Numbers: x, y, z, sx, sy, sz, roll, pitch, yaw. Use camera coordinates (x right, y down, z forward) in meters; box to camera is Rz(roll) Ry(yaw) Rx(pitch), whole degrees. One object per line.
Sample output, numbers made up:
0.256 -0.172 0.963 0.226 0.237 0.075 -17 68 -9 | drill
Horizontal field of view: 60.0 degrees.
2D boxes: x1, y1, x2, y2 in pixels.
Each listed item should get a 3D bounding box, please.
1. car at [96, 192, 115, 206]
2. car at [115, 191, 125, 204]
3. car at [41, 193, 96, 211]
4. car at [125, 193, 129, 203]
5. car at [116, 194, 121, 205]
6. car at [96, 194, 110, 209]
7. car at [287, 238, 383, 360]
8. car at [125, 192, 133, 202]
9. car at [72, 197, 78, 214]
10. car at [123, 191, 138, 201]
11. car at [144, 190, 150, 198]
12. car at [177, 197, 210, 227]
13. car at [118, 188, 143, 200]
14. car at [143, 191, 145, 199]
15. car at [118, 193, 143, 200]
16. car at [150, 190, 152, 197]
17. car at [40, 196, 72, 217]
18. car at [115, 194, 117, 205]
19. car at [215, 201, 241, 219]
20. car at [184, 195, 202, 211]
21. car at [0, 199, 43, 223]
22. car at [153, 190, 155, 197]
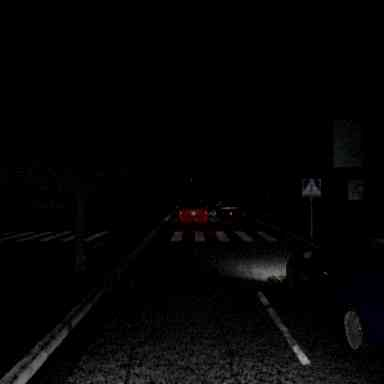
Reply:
-13.859 1.183 45.372 5.566 2.045 2.435 -1 1 -20 | car
-13.858 1.208 54.385 4.553 1.767 2.185 -1 1 -20 | car
-13.814 1.239 36.392 5.566 2.045 2.435 -1 0 -20 | car
-13.826 1.332 57.398 4.674 1.452 2.002 -1 1 -20 | car
-13.830 1.415 51.398 4.674 1.452 2.002 -1 0 -20 | car
-13.661 1.451 42.446 5.366 1.575 1.946 -1 0 -20 | car
3.101 1.529 5.819 1.812 1.442 4.674 0 0 0 | car
-13.815 1.247 60.397 5.008 1.535 2.097 -1 1 -20 | car
-13.842 1.536 33.373 4.674 1.452 2.002 -1 0 -20 | car
-13.792 1.182 66.414 4.792 1.488 2.163 -1 1 -20 | car
-13.837 0.698 81.381 5.566 2.045 2.435 -1 1 -20 | car
0.100 1.361 22.774 2.097 1.767 4.553 0 0 0 | car
-13.796 0.857 69.413 5.566 2.045 2.435 -1 1 -20 | car
-13.641 1.058 72.468 5.366 1.575 1.946 -1 1 -20 | car
-13.986 1.025 75.334 5.366 1.575 1.946 -1 1 -20 | car
-13.777 0.758 87.409 4.553 1.767 2.185 -1 1 -20 | car
-14.011 1.500 30.300 5.366 1.575 1.946 -1 0 -20 | car
-13.855 1.434 48.373 4.792 1.488 2.163 -1 1 -20 | car
3.100 1.504 28.857 2.128 1.511 4.902 0 0 0 | car
0.098 1.330 40.547 2.097 1.767 4.553 0 0 0 | car
-13.817 1.531 24.376 4.792 1.488 2.163 -1 0 -20 | car
-13.810 0.831 93.406 4.892 1.521 2.231 -1 0 -20 | car
